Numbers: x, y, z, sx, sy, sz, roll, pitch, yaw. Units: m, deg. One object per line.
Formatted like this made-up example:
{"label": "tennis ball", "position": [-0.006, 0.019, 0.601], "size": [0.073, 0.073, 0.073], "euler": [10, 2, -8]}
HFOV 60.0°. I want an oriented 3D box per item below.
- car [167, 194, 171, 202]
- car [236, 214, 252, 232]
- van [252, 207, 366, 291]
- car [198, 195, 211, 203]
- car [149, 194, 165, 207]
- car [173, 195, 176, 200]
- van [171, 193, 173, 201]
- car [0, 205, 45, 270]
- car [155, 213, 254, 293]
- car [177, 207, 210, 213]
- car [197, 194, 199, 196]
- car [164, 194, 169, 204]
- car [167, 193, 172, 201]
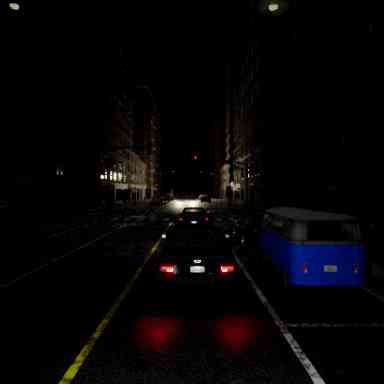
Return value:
{"label": "car", "position": [-5.669, 1.509, 63.248], "size": [1.887, 1.381, 4.507], "euler": [0, 0, 0]}
{"label": "car", "position": [2.856, 1.562, 14.358], "size": [1.947, 1.339, 4.313], "euler": [0, 0, 0]}
{"label": "van", "position": [2.855, 1.339, 8.697], "size": [1.690, 1.788, 3.998], "euler": [0, 0, 0]}
{"label": "car", "position": [2.855, 1.403, 68.734], "size": [1.967, 1.590, 4.097], "euler": [0, 0, 0]}
{"label": "car", "position": [-5.669, 1.493, 52.176], "size": [1.752, 1.417, 4.829], "euler": [0, 0, 0]}
{"label": "car", "position": [-5.669, 1.516, 79.600], "size": [2.008, 1.369, 4.403], "euler": [0, 0, 0]}
{"label": "van", "position": [-5.670, 1.305, 74.149], "size": [1.690, 1.788, 3.998], "euler": [0, 0, 0]}
{"label": "car", "position": [-5.670, 1.313, 8.657], "size": [2.192, 1.841, 5.009], "euler": [0, 0, 0]}
{"label": "car", "position": [0.101, 1.546, 8.968], "size": [2.033, 1.411, 5.357], "euler": [0, 0, 0]}
{"label": "car", "position": [0.101, 1.557, 19.287], "size": [1.994, 1.385, 4.181], "euler": [0, 0, 0]}
{"label": "car", "position": [2.856, 1.515, 79.632], "size": [2.008, 1.369, 4.403], "euler": [0, 0, 0]}
{"label": "car", "position": [-5.669, 1.516, 57.797], "size": [2.008, 1.369, 4.403], "euler": [0, 0, 0]}
{"label": "car", "position": [-5.669, 1.508, 68.699], "size": [1.887, 1.381, 4.507], "euler": [0, 0, 0]}
